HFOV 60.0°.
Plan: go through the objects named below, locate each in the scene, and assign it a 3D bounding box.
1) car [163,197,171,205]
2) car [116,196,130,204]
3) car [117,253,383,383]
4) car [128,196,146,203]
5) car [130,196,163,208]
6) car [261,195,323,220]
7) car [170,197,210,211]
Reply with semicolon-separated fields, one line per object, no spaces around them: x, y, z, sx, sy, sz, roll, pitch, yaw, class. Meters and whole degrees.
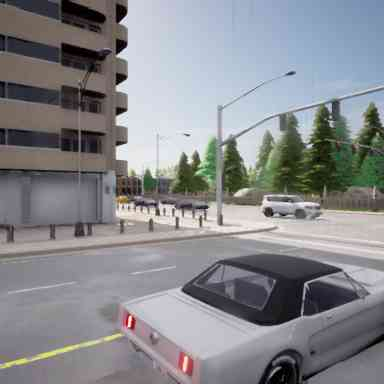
-3.799;1.600;58.656;2.033;1.411;5.357;0;0;-36;car
-14.240;1.530;67.153;1.882;1.535;5.008;0;0;-36;car
1.480;1.600;4.833;4.718;1.301;1.895;0;0;-35;car
-11.624;1.578;69.502;1.812;1.442;4.674;0;0;-36;car
-7.027;1.601;50.827;2.033;1.411;5.357;0;0;-36;car
8.597;1.275;29.200;2.150;2.045;5.566;0;0;-37;car
-0.071;1.601;41.132;2.033;1.411;5.357;0;0;-36;car
